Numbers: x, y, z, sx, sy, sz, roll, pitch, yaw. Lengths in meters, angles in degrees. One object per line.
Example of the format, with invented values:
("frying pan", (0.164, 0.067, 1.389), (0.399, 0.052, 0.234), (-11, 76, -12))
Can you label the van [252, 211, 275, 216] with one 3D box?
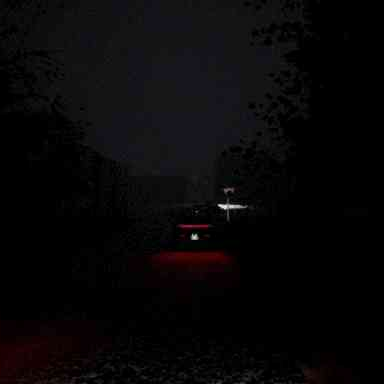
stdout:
("van", (11.617, 4.284, 56.405), (1.878, 1.987, 4.442), (0, 0, -18))

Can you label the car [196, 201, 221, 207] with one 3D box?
("car", (1.422, 1.552, 31.154), (1.812, 1.442, 4.674), (0, 0, 25))

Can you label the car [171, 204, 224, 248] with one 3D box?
("car", (0.103, 1.502, 14.930), (2.128, 1.511, 4.902), (0, 0, 0))

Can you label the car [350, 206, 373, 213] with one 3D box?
("car", (40.804, 4.277, 80.098), (4.674, 1.452, 2.002), (-1, 0, -17))

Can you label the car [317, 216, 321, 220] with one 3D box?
("car", (20.544, 4.256, 55.989), (2.435, 2.045, 5.566), (0, 0, -18))

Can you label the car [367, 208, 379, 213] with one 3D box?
("car", (40.283, 4.083, 71.076), (5.566, 2.045, 2.435), (-1, 1, -17))

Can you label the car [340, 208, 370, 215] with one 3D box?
("car", (26.427, 4.255, 55.849), (2.435, 2.045, 5.566), (0, 0, -18))

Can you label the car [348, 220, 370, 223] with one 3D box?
("car", (19.838, 4.443, 39.056), (2.435, 2.045, 5.566), (0, 1, -18))

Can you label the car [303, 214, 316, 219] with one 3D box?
("car", (17.586, 4.257, 56.084), (2.435, 2.045, 5.566), (0, 0, -18))

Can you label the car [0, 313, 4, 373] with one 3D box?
("car", (-2.849, 1.479, 1.318), (1.882, 1.535, 5.008), (0, 0, 0))
